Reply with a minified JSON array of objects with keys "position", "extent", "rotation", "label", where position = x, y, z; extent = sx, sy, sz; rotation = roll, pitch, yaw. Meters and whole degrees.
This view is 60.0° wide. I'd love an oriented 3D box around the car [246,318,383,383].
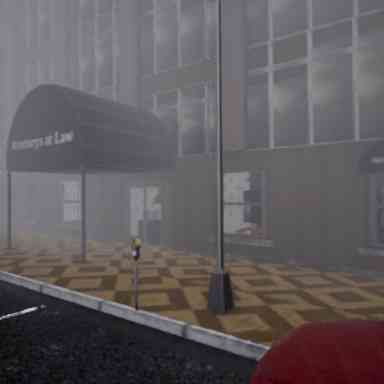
[{"position":[2.514,1.315,1.093],"extent":[5.009,1.841,2.192],"rotation":[0,0,35],"label":"car"}]
